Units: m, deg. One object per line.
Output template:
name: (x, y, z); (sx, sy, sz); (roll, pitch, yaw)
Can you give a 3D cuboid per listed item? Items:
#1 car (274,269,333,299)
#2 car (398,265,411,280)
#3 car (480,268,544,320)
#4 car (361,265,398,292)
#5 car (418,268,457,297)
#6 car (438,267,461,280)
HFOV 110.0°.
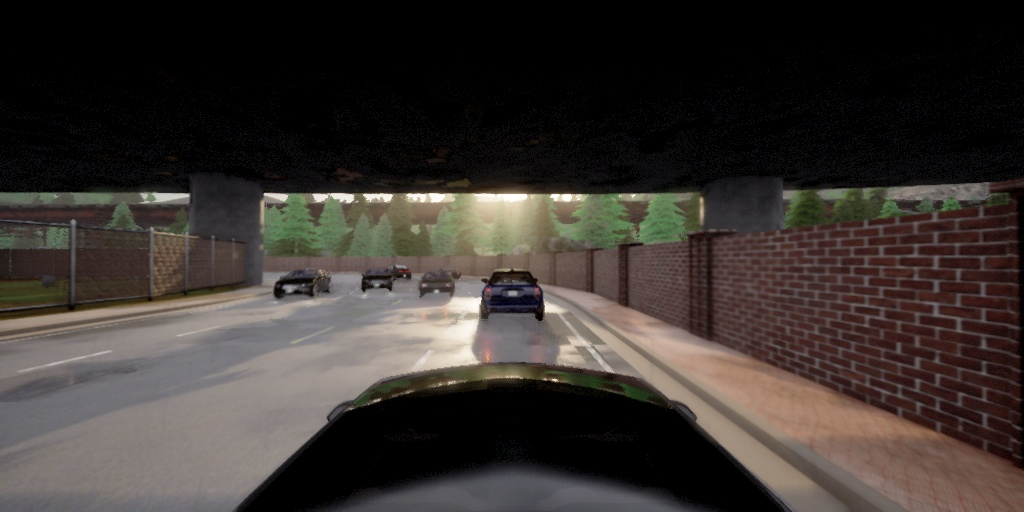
car: (-11.415, 1.466, 19.925); (2.128, 1.511, 4.902); (0, -1, -13)
car: (-12.054, 1.690, 37.197); (1.837, 1.490, 4.892); (1, -1, -38)
car: (-0.083, 1.245, 13.537); (2.097, 1.767, 4.553); (0, -1, -3)
car: (-8.906, 1.514, 23.920); (2.128, 1.511, 4.902); (0, -1, -19)
car: (-4.340, 1.586, 20.972); (1.895, 1.301, 4.718); (0, -1, -10)
car: (-6.953, 1.773, 36.289); (1.895, 1.301, 4.718); (0, -1, -33)
